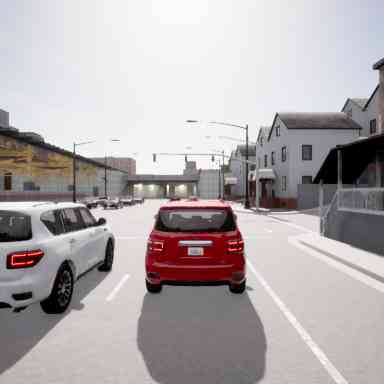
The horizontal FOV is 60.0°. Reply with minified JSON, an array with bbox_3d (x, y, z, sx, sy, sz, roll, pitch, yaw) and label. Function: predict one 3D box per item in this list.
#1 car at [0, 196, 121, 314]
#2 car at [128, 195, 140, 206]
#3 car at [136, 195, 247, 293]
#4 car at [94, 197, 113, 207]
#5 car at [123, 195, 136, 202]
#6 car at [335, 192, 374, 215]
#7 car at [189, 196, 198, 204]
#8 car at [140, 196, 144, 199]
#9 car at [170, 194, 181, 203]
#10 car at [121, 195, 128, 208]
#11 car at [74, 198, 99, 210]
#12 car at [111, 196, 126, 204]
[{"bbox_3d":[-3.409,1.221,7.745,2.150,2.045,5.566,0,0,1],"label":"car"},{"bbox_3d":[-10.463,1.547,54.368,2.033,1.411,5.357,0,0,0],"label":"car"},{"bbox_3d":[0.099,1.221,9.007,2.150,2.045,5.566,0,0,1],"label":"car"},{"bbox_3d":[-13.964,1.526,52.948,1.812,1.442,4.674,0,0,0],"label":"car"},{"bbox_3d":[-13.826,1.493,73.717,1.837,1.490,4.892,0,0,0],"label":"car"},{"bbox_3d":[14.901,0.850,28.716,5.357,1.411,2.033,-16,0,-1],"label":"car"},{"bbox_3d":[0.258,1.525,67.166,1.812,1.442,4.674,0,0,0],"label":"car"},{"bbox_3d":[-10.384,1.547,64.657,2.033,1.411,5.357,0,0,0],"label":"car"},{"bbox_3d":[-3.337,1.352,69.139,2.097,1.767,4.553,0,0,0],"label":"car"},{"bbox_3d":[-10.494,1.491,44.619,2.128,1.511,4.902,0,0,0],"label":"car"},{"bbox_3d":[-13.995,1.564,44.207,1.994,1.385,4.181,0,0,0],"label":"car"},{"bbox_3d":[-13.897,1.505,63.303,1.837,1.490,4.892,0,0,0],"label":"car"}]
